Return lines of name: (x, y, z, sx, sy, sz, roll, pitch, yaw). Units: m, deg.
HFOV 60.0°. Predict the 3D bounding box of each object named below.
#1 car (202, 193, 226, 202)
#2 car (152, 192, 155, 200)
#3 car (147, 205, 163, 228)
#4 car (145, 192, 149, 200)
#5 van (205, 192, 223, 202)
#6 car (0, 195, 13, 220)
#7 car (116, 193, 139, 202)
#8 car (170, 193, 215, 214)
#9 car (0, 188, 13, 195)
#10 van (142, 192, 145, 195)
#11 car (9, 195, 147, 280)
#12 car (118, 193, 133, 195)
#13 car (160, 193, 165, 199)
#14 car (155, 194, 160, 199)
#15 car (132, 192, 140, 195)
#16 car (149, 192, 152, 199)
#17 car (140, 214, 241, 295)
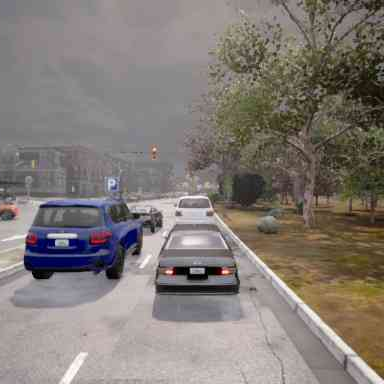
car: (4.581, 1.143, 70.407, 4.553, 1.767, 2.185, 1, 0, -14)
car: (-12.369, 1.360, 82.774, 4.674, 1.452, 2.002, -1, 0, -13)
car: (-2.874, 1.518, 19.969, 2.128, 1.511, 4.902, 0, 0, 3)
car: (-13.106, 1.322, 76.776, 4.892, 1.521, 2.231, -1, 0, -14)
van: (4.201, 1.044, 67.437, 4.442, 1.987, 1.878, 1, 0, -14)
car: (-16.660, 1.405, 27.011, 4.553, 1.767, 2.185, -1, 0, -19)
car: (-13.792, 1.197, 70.765, 4.553, 1.767, 2.185, -1, 0, -14)
car: (0.129, 1.246, 19.106, 2.150, 2.045, 5.566, 0, 0, 0)
car: (-31.232, 0.138, 55.667, 2.002, 1.452, 4.674, 6, -3, -19)
van: (-13.330, 1.094, 73.805, 4.442, 1.987, 1.878, -1, 0, -14)
car: (-2.905, 1.232, 10.112, 2.150, 2.045, 5.566, 0, 0, 0)
car: (-14.523, 1.359, 64.819, 4.792, 1.488, 2.163, -1, 0, -15)
car: (-11.114, 1.066, 91.764, 5.566, 2.045, 2.435, -1, 0, -12)
car: (-11.561, 1.358, 88.757, 4.674, 1.452, 2.002, -1, 0, -12)
car: (-13.882, 1.316, 67.812, 5.366, 1.575, 1.946, -1, 0, -15)
car: (-12.737, 1.360, 79.772, 4.674, 1.452, 2.002, -1, 0, -13)
car: (0.096, 1.556, 8.857, 2.033, 1.411, 5.357, 0, 0, 0)
